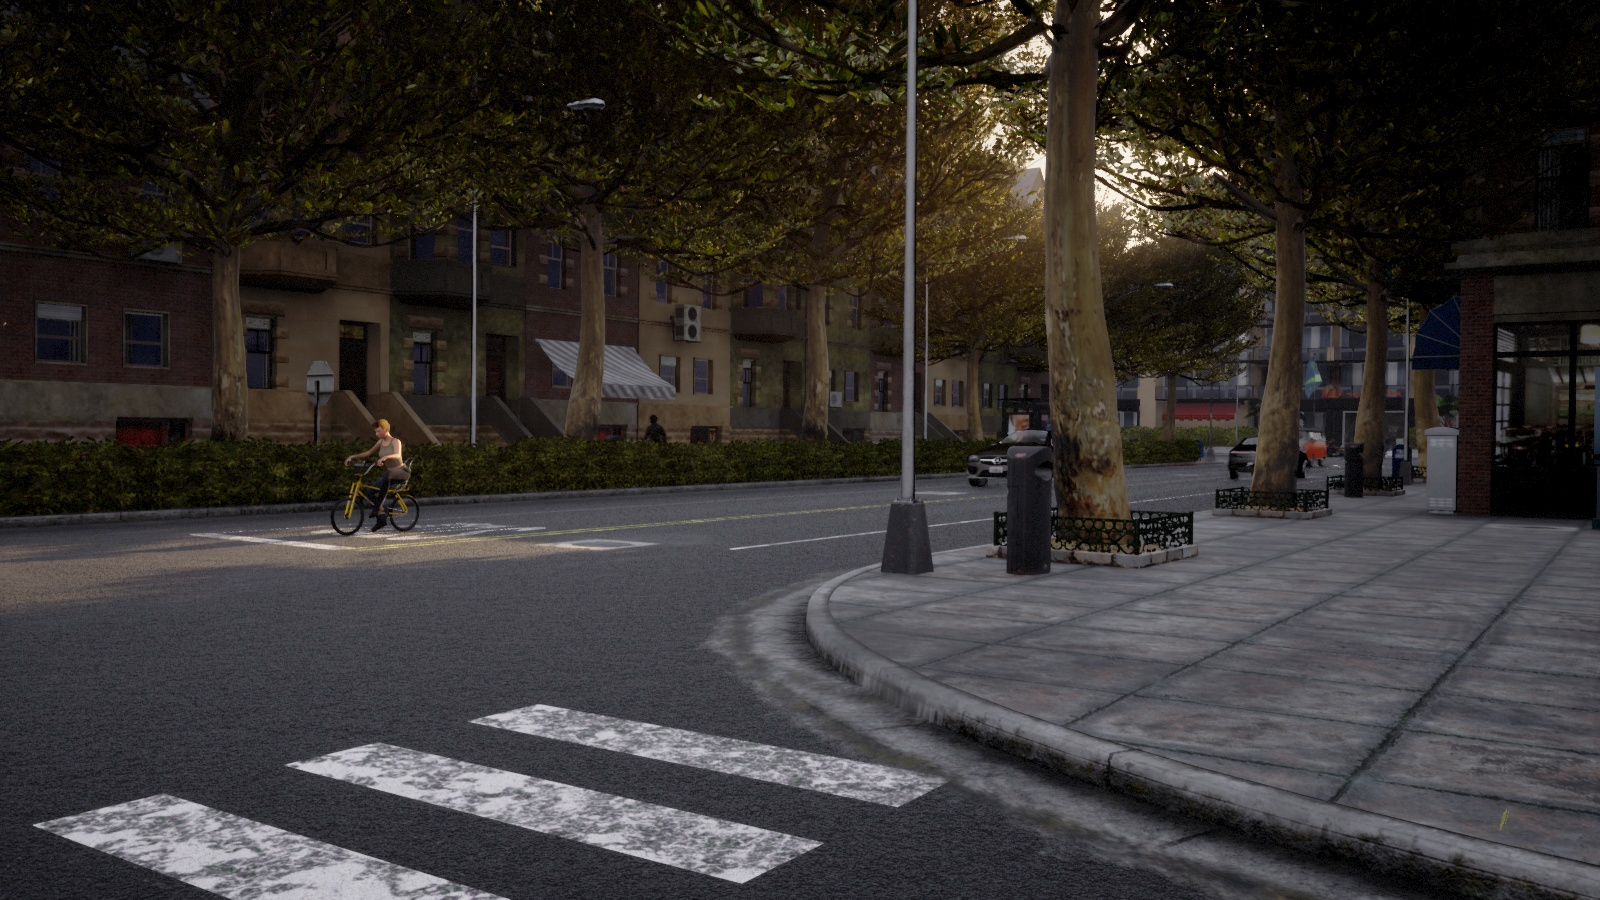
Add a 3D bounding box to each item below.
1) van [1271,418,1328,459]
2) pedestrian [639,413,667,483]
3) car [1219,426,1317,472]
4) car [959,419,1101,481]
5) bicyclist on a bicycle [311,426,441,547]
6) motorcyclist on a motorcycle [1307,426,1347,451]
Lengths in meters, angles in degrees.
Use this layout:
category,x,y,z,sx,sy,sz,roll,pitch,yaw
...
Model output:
category,x,y,z,sx,sy,sz,roll,pitch,yaw
van,25.025,-0.601,62.872,1.775,1.987,4.442,0,1,33
pedestrian,-4.123,-0.055,35.157,0.395,1.930,0.692,0,1,34
car,16.624,-0.069,44.421,2.128,1.511,4.902,0,1,34
car,6.709,-0.044,36.153,2.152,1.651,5.027,0,1,34
bicyclist on a bicycle,-5.954,0.480,17.696,0.866,1.612,1.509,0,1,34
motorcyclist on a motorcycle,35.022,-0.775,83.473,2.350,1.649,0.766,0,1,34
